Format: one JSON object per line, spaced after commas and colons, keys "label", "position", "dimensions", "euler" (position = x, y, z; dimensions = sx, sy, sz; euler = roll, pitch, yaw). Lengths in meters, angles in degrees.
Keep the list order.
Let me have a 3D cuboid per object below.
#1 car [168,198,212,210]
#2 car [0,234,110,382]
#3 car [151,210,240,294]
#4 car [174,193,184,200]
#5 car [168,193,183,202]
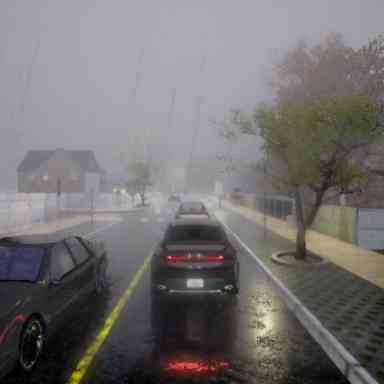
{"label": "car", "position": [0.029, 1.317, 17.895], "dimensions": [2.128, 1.511, 4.902], "euler": [0, 1, 1]}
{"label": "car", "position": [-2.845, 1.489, 5.727], "dimensions": [2.033, 1.411, 5.357], "euler": [0, 1, 0]}
{"label": "car", "position": [0.071, 1.419, 8.531], "dimensions": [1.837, 1.490, 4.892], "euler": [0, 0, 0]}
{"label": "car", "position": [-2.776, 0.924, 71.111], "dimensions": [1.812, 1.442, 4.674], "euler": [0, 0, 0]}
{"label": "car", "position": [-2.844, 1.091, 55.373], "dimensions": [1.994, 1.385, 4.181], "euler": [0, 0, 0]}
